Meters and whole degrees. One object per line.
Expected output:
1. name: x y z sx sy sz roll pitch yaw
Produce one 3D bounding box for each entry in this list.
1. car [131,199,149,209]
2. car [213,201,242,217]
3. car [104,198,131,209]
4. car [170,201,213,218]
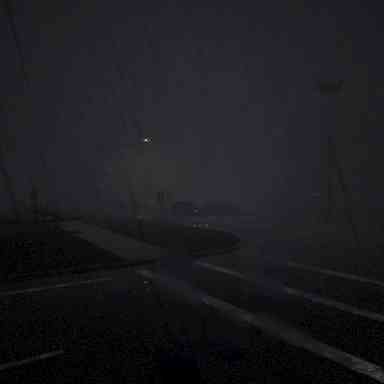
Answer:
1. car: -8.255 1.781 50.611 1.812 1.442 4.674 1 -1 -35
2. car: 2.995 1.726 34.436 1.882 1.535 5.008 1 0 -35
3. car: -11.206 1.710 48.727 1.882 1.535 5.008 1 0 -35
4. car: -0.417 1.714 33.205 1.837 1.490 4.892 1 0 -35
